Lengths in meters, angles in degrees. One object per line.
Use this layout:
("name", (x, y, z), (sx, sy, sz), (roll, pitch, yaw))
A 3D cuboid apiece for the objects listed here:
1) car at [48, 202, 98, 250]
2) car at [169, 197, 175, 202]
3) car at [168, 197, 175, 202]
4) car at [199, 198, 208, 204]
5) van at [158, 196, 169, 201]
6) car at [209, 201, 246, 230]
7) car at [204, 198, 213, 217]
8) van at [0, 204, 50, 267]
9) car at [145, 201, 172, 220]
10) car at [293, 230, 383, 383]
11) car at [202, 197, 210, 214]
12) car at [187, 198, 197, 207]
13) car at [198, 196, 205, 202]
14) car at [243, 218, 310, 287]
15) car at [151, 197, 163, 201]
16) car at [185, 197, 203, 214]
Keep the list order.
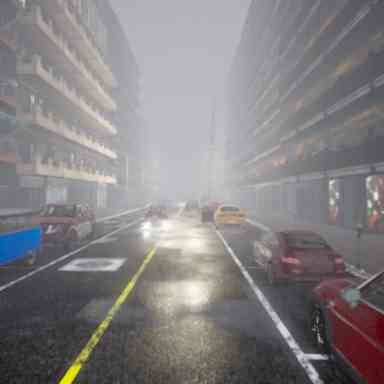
("car", (-5.689, 1.381, 14.801), (2.192, 1.841, 5.009), (0, 0, 0))
("car", (-5.682, 1.905, 77.081), (1.967, 1.590, 4.097), (0, 0, 0))
("car", (-5.679, 2.127, 93.896), (1.752, 1.417, 4.829), (0, 0, 0))
("car", (2.699, 2.015, 77.055), (2.008, 1.369, 4.403), (0, 0, 0))
("van", (-5.684, 1.678, 60.097), (1.690, 1.788, 3.998), (0, 0, 0))
("car", (2.365, 1.582, 22.065), (1.882, 1.535, 5.008), (0, 0, 0))
("car", (2.695, 1.737, 37.424), (1.887, 1.381, 4.507), (0, 0, 0))
("van", (-5.689, 1.378, 9.141), (1.690, 1.788, 3.998), (0, 0, 0))
("car", (-3.092, 1.751, 29.992), (1.895, 1.301, 4.718), (0, 0, 0))
("car", (2.691, 1.454, 3.455), (1.967, 1.590, 4.097), (0, 0, 0))
("car", (2.695, 1.769, 43.090), (1.887, 1.381, 4.507), (0, 0, 0))
("car", (0.010, 1.865, 60.446), (1.812, 1.442, 4.674), (0, 0, 0))
("car", (2.701, 2.043, 94.041), (1.967, 1.590, 4.097), (0, -1, 0))
("car", (2.691, 1.619, 9.118), (1.802, 1.307, 4.206), (0, 0, 0))
("car", (-5.685, 1.784, 48.602), (1.752, 1.417, 4.829), (0, 0, 0))
("car", (0.050, 1.726, 44.740), (2.128, 1.511, 4.902), (0, 0, 1))
